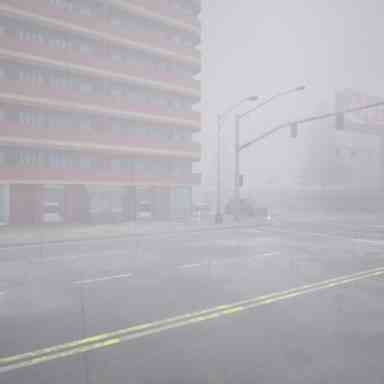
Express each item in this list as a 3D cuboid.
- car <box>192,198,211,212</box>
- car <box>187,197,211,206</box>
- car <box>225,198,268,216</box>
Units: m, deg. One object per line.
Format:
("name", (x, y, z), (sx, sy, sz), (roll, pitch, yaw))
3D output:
("car", (0.261, 1.526, 39.812), (1.812, 1.442, 4.674), (0, 0, -34))
("car", (1.180, 1.601, 57.601), (1.895, 1.301, 4.718), (0, 0, -34))
("car", (5.240, 1.352, 32.389), (2.097, 1.767, 4.553), (0, 0, -34))
